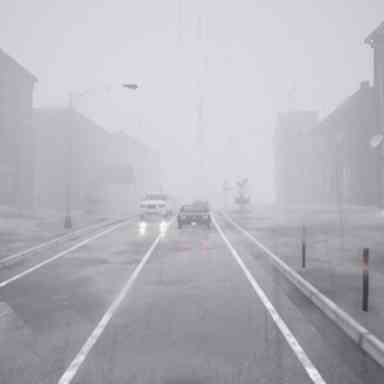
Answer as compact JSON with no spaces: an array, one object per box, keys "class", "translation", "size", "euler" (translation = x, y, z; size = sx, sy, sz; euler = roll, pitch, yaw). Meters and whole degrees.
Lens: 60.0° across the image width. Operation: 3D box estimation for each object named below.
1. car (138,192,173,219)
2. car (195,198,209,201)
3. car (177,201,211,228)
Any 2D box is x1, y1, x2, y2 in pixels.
[{"class":"car","translation":[-2.859,1.040,27.198],"size":[2.150,2.045,5.566],"euler":[0,0,3]},{"class":"car","translation":[1.169,1.438,38.539],"size":[1.882,1.535,5.008],"euler":[0,-1,6]},{"class":"car","translation":[0.148,1.411,20.235],"size":[1.895,1.301,4.718],"euler":[0,0,1]}]
